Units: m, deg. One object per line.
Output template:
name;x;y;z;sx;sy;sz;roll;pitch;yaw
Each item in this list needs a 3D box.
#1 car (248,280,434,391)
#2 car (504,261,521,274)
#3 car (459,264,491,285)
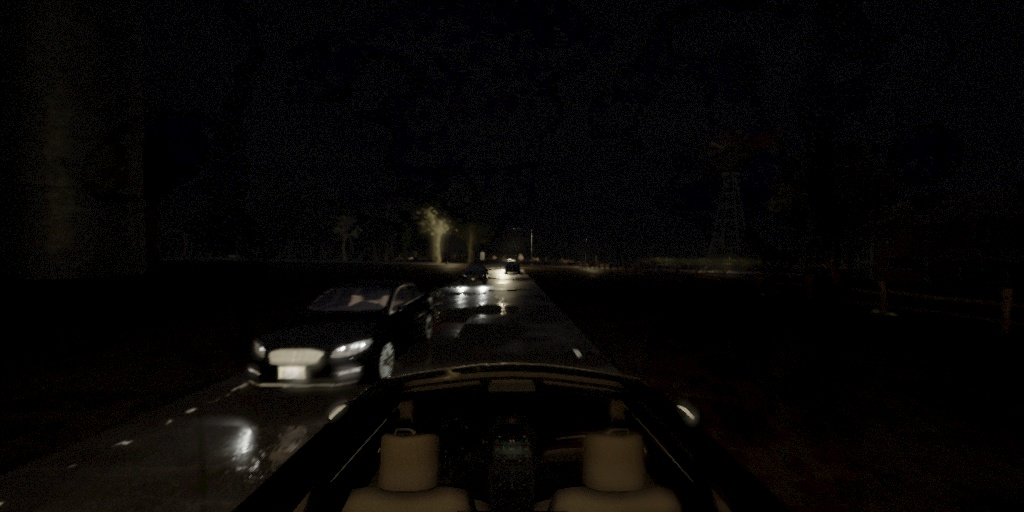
car;-2.844;1.258;7.097;2.128;1.511;4.902;0;0;0
car;0.081;1.397;44.504;1.882;1.535;5.008;0;0;0
car;-2.762;1.382;27.717;1.812;1.442;4.674;0;0;0
